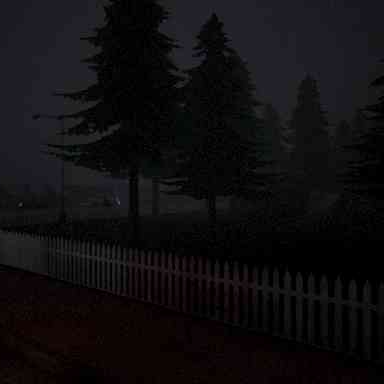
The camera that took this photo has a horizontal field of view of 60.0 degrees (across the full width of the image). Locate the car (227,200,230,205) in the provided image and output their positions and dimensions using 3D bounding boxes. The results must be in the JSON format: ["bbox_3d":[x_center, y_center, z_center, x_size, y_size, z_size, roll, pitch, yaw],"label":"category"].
[{"bbox_3d":[4.672,1.478,51.986,1.882,1.535,5.008,0,0,34],"label":"car"}]

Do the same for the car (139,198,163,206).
[{"bbox_3d":[-6.790,1.491,54.083,2.128,1.511,4.902,0,0,35],"label":"car"}]

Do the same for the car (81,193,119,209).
[{"bbox_3d":[-12.526,1.221,45.694,2.150,2.045,5.566,0,0,34],"label":"car"}]

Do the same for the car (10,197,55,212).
[{"bbox_3d":[-18.020,1.352,37.618,2.097,1.767,4.553,0,0,34],"label":"car"}]

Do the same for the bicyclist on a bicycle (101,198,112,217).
[{"bbox_3d":[-7.164,1.302,27.826,1.656,1.620,0.582,0,0,34],"label":"bicyclist on a bicycle"}]
